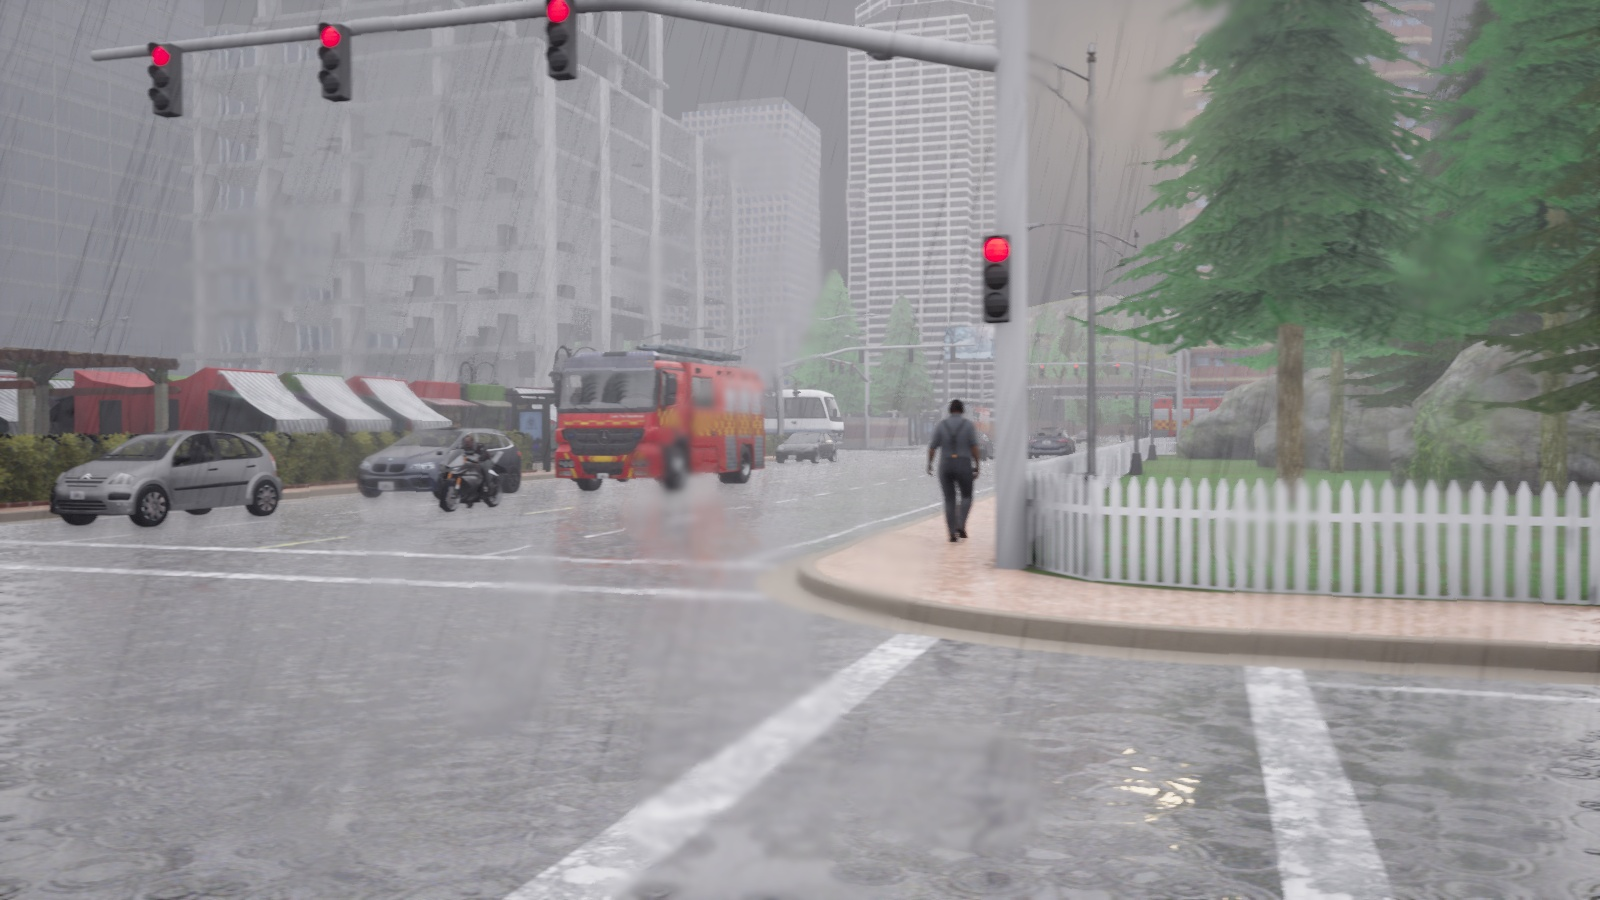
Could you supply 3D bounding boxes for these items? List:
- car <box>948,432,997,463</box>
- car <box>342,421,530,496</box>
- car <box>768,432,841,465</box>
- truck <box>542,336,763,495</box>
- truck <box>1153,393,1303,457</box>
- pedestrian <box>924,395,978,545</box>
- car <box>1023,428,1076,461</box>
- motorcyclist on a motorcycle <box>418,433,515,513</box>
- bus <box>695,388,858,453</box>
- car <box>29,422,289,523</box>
[{"bbox_3d":[8.717,-0.141,63.315,1.845,1.501,3.633,0,1,17],"label":"car"},{"bbox_3d":[-8.720,0.149,30.563,2.242,1.667,4.611,0,1,17],"label":"car"},{"bbox_3d":[0.260,-0.128,59.641,2.163,1.488,4.792,1,1,17],"label":"car"},{"bbox_3d":[-3.754,-0.909,34.749,2.891,3.827,8.468,0,1,17],"label":"truck"},{"bbox_3d":[26.175,-1.534,77.206,8.468,3.827,2.891,0,1,14],"label":"truck"},{"bbox_3d":[1.903,0.239,15.795,0.540,1.848,0.694,0,1,17],"label":"pedestrian"},{"bbox_3d":[13.063,-0.329,65.531,2.242,1.667,4.611,1,1,17],"label":"car"},{"bbox_3d":[-6.684,0.431,25.292,0.866,1.530,2.191,0,1,17],"label":"motorcyclist on a motorcycle"},{"bbox_3d":[-1.569,-1.976,85.272,10.273,4.253,3.944,1,1,17],"label":"bus"},{"bbox_3d":[-11.248,0.324,22.368,1.851,1.617,3.988,0,1,17],"label":"car"}]
